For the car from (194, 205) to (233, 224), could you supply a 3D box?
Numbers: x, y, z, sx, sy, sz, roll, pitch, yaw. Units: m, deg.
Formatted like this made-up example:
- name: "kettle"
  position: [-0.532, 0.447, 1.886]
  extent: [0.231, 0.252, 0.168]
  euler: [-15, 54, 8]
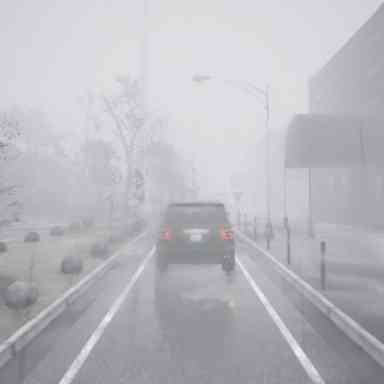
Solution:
- name: "car"
  position: [2.058, 1.941, 29.993]
  extent: [2.128, 1.511, 4.902]
  euler: [-1, -2, 21]

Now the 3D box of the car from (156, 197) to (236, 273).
- name: "car"
  position: [0.101, 1.246, 10.916]
  extent: [2.150, 2.045, 5.566]
  euler: [0, 0, 0]

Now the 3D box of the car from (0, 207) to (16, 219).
- name: "car"
  position: [-21.940, 2.276, 36.321]
  extent: [4.718, 1.301, 1.895]
  euler: [1, -2, -30]
